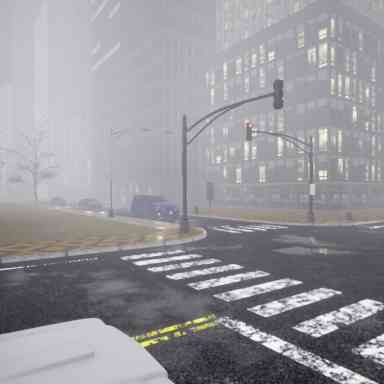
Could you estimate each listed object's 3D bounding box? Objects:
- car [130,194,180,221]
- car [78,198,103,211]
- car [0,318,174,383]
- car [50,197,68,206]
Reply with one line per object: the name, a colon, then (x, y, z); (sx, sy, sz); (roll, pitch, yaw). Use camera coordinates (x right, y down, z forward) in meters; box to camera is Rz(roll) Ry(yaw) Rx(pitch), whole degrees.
car: (-3.216, 1.223, 27.765); (2.150, 2.045, 5.566); (0, 1, -35)
car: (-12.502, 1.482, 40.923); (1.882, 1.535, 5.008); (0, 0, -35)
car: (-2.297, 1.601, 1.804); (4.718, 1.301, 1.895); (0, 0, -36)
car: (-21.707, 1.529, 54.113); (1.837, 1.490, 4.892); (0, 0, -35)
